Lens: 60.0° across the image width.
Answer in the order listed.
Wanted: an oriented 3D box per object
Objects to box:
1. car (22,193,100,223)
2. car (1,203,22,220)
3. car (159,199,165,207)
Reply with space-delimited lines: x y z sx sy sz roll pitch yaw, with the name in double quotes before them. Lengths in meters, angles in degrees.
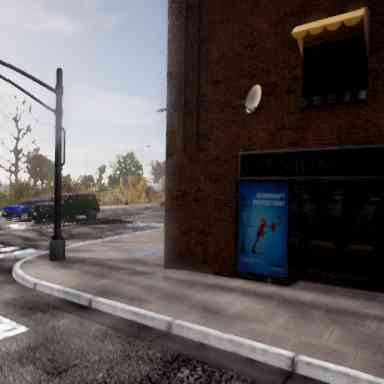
"car" -9.366 1.122 24.973 2.150 2.045 5.566 1 1 27
"car" -12.365 1.315 26.262 1.882 1.535 5.008 1 1 27
"car" -2.755 1.337 45.504 1.994 1.385 4.181 1 1 26
